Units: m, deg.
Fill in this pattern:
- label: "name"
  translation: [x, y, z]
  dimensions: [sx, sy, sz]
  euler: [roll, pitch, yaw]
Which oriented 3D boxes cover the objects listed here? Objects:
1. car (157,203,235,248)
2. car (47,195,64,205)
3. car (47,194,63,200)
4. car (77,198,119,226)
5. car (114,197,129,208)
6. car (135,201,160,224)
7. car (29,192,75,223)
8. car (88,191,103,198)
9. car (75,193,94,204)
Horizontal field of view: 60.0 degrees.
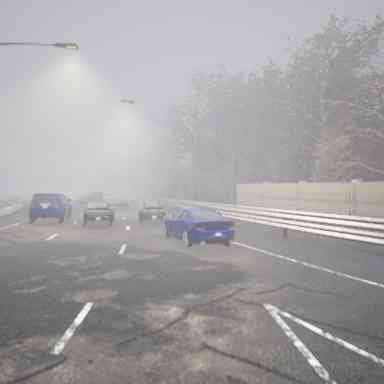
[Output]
- label: "car"
  translation: [0.132, 1.460, 14.982]
  dimensions: [1.882, 1.535, 5.008]
  euler: [1, 0, -21]
- label: "car"
  translation: [-21.282, 1.167, 51.580]
  dimensions: [1.812, 1.442, 4.674]
  euler: [1, 0, -30]
- label: "car"
  translation: [-31.862, 1.054, 77.276]
  dimensions: [1.895, 1.301, 4.718]
  euler: [1, 0, -44]
- label: "car"
  translation: [-6.260, 1.378, 22.659]
  dimensions: [2.128, 1.511, 4.902]
  euler: [1, 0, -12]
- label: "car"
  translation: [-9.633, 1.350, 43.859]
  dimensions: [2.033, 1.411, 5.357]
  euler: [1, 0, -23]
- label: "car"
  translation: [-3.032, 1.416, 24.128]
  dimensions: [2.128, 1.511, 4.902]
  euler: [1, 0, -13]
- label: "car"
  translation: [-10.147, 1.056, 24.092]
  dimensions: [2.150, 2.045, 5.566]
  euler: [1, 0, -14]
- label: "car"
  translation: [-17.410, 0.892, 58.770]
  dimensions: [2.150, 2.045, 5.566]
  euler: [1, -1, -32]
- label: "car"
  translation: [-16.633, 1.266, 50.484]
  dimensions: [1.994, 1.385, 4.181]
  euler: [1, 0, -28]
